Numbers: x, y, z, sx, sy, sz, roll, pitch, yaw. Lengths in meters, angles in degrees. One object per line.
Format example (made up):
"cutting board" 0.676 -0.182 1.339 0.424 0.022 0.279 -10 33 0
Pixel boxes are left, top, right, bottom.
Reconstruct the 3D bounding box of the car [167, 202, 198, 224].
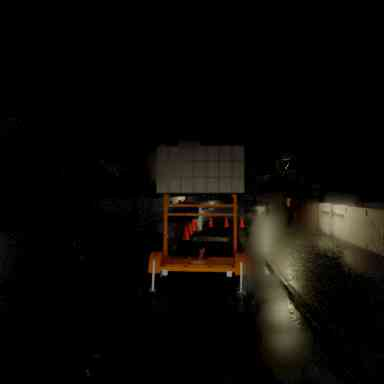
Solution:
"car" -0.705 1.512 24.987 1.882 1.535 5.008 0 0 9

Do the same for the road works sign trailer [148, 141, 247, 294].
"road works sign trailer" 0.228 0.469 8.850 2.380 3.560 2.880 0 0 5

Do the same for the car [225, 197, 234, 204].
"car" 7.593 1.685 65.359 2.033 1.411 5.357 0 0 8
